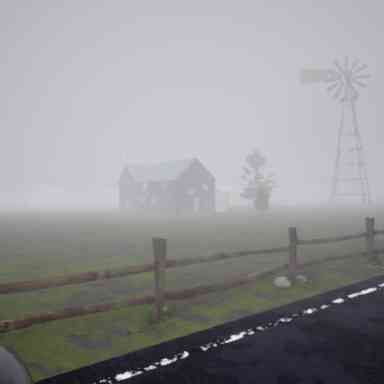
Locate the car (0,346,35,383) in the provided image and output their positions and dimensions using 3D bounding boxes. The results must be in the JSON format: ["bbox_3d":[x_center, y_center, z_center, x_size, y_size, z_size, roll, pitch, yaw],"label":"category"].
[{"bbox_3d":[-3.142,1.557,0.816,5.357,1.411,2.033,0,0,-35],"label":"car"}]
